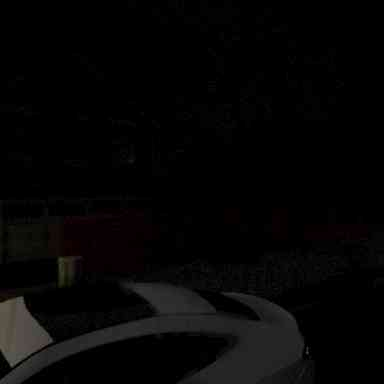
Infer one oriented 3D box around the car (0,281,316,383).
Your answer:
[{"bbox_3d":[-1.018,1.521,2.345,4.674,1.442,1.812,-1,0,-35],"label":"car"}]
